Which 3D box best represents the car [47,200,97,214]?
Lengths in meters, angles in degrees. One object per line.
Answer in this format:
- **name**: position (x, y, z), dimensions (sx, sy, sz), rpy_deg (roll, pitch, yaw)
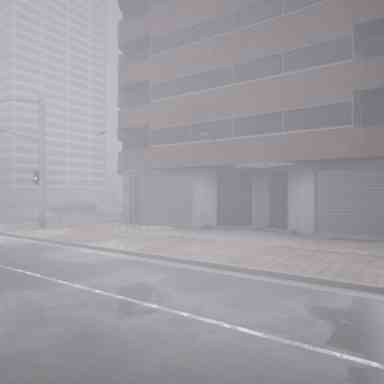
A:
- **car**: position (-12.967, 1.547, 36.498), dimensions (2.033, 1.411, 5.357), rpy_deg (0, 0, 35)
